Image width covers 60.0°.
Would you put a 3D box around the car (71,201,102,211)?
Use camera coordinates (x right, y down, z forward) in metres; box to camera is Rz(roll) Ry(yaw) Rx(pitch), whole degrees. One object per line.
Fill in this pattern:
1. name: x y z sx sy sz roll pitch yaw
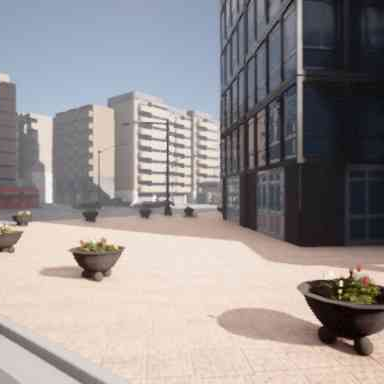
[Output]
1. car: -16.275 2.064 51.280 2.128 1.511 4.902 0 -1 38

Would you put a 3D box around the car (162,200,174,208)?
1. car: -5.619 2.256 64.719 1.882 1.535 5.008 0 -1 38

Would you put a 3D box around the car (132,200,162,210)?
1. car: -7.977 2.201 56.152 2.128 1.511 4.902 0 -1 38
